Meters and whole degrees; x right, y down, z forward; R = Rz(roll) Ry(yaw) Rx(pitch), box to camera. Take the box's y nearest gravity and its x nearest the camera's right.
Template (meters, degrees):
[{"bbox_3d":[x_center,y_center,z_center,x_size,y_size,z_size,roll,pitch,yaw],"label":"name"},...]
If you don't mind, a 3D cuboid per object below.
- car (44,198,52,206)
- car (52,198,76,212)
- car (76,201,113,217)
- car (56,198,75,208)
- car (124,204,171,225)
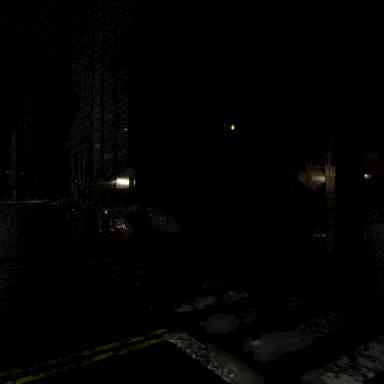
[{"bbox_3d":[-26.482,1.804,62.419,2.128,1.511,4.902,1,-1,-36],"label":"car"},{"bbox_3d":[-15.486,1.725,41.382,2.033,1.411,5.357,1,-1,-34],"label":"car"},{"bbox_3d":[-9.344,1.621,32.688,2.128,1.511,4.902,1,-1,-35],"label":"car"},{"bbox_3d":[-20.691,1.792,54.243,1.812,1.442,4.674,1,-1,-35],"label":"car"},{"bbox_3d":[-3.403,1.608,24.317,1.812,1.442,4.674,1,-1,-37],"label":"car"}]
